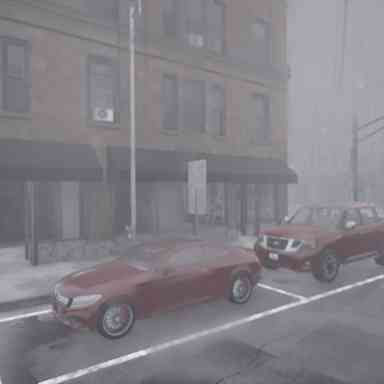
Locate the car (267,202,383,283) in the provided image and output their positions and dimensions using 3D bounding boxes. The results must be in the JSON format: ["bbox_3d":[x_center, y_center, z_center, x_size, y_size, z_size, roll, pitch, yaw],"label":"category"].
[{"bbox_3d":[4.057,1.245,9.645,5.009,1.841,2.192,-1,0,-35],"label":"car"}]

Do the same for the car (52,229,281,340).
[{"bbox_3d":[-0.442,1.556,6.445,4.206,1.307,1.802,-1,0,-35],"label":"car"}]
